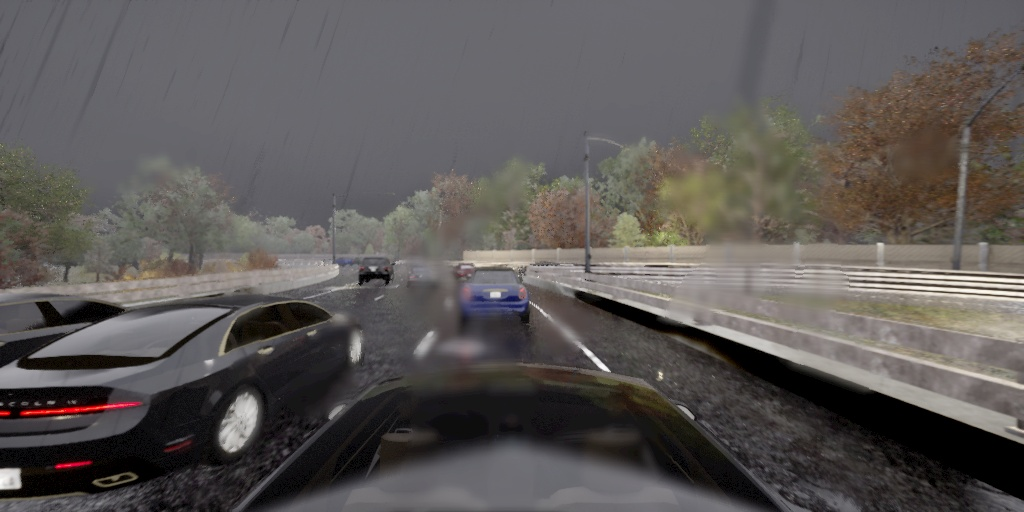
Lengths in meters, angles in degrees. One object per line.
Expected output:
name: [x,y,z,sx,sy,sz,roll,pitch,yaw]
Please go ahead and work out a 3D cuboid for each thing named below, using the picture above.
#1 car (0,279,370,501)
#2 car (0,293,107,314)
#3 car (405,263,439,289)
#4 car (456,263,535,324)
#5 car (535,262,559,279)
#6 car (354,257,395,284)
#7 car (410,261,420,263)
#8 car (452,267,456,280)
car: [-3.626,1.279,4.892,1.837,1.490,4.892,0,0,-2]
car: [-7.150,1.292,5.206,1.837,1.490,4.892,0,0,-2]
car: [-5.965,1.386,24.320,2.033,1.411,5.357,0,0,-13]
car: [-0.668,1.136,12.380,2.097,1.767,4.553,0,0,-5]
car: [2.674,1.283,33.245,1.837,1.490,4.892,-1,1,-44]
car: [-10.452,1.086,27.854,2.150,2.045,5.566,0,0,-15]
car: [-15.900,1.477,58.571,2.033,1.411,5.357,0,0,-31]
car: [-3.942,1.375,30.365,1.812,1.442,4.674,0,0,-15]
